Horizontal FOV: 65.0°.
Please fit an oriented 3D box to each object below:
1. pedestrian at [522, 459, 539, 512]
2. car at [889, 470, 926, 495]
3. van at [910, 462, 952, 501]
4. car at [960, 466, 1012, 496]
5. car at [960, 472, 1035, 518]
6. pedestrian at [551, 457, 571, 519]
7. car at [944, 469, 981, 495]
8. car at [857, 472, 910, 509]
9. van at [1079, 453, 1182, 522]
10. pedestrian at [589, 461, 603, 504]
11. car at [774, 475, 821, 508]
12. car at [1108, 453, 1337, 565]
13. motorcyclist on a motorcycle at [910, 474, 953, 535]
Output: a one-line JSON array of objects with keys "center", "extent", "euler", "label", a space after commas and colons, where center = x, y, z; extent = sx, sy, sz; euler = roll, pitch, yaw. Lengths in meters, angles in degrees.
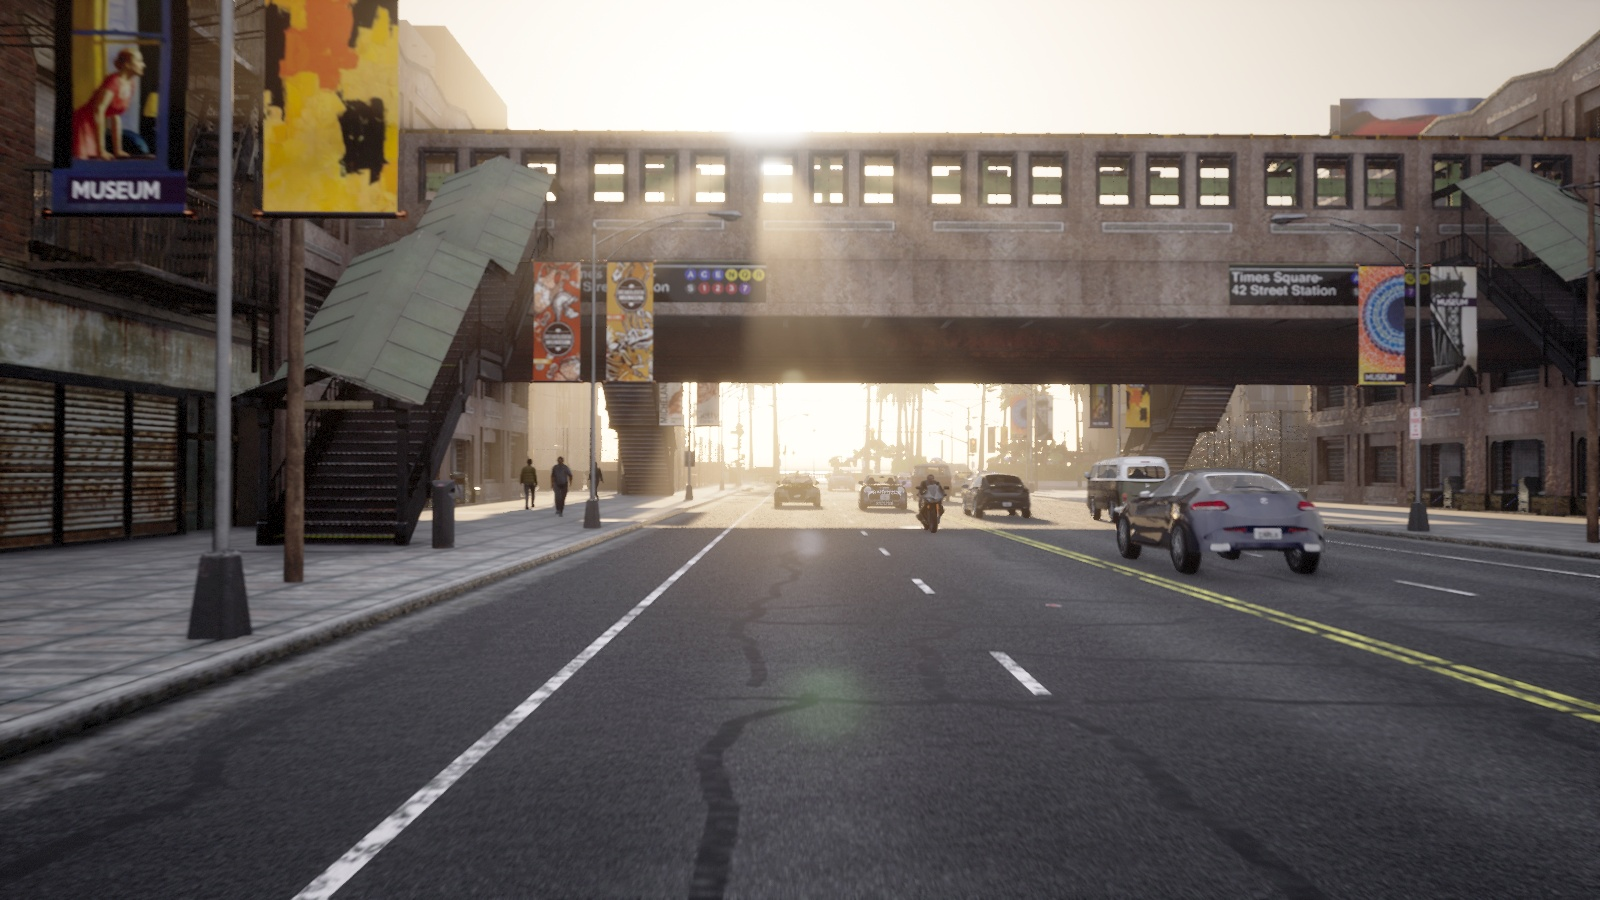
[{"center": [-9.514, 1.251, 44.401], "extent": [0.431, 1.840, 0.709], "euler": [0, -1, 2], "label": "pedestrian"}, {"center": [6.840, 2.074, 80.194], "extent": [2.007, 1.525, 4.514], "euler": [0, -1, 1], "label": "car"}, {"center": [6.903, 1.651, 66.549], "extent": [1.775, 1.987, 4.442], "euler": [0, -1, 0], "label": "van"}, {"center": [10.391, 1.729, 70.516], "extent": [2.152, 1.651, 5.027], "euler": [0, -1, 0], "label": "car"}, {"center": [6.853, 1.528, 44.046], "extent": [1.837, 1.490, 4.892], "euler": [0, -1, 0], "label": "car"}, {"center": [-7.132, 1.125, 37.448], "extent": [0.540, 1.848, 0.694], "euler": [0, -1, -8], "label": "pedestrian"}, {"center": [10.296, 2.002, 79.670], "extent": [1.851, 1.617, 3.988], "euler": [0, -1, 1], "label": "car"}, {"center": [3.399, 1.631, 51.784], "extent": [1.970, 1.475, 3.806], "euler": [0, -1, 0], "label": "car"}, {"center": [10.356, 1.160, 39.710], "extent": [2.069, 2.038, 4.480], "euler": [0, -1, 0], "label": "van"}, {"center": [-9.190, 1.453, 56.565], "extent": [0.423, 1.949, 0.788], "euler": [0, -1, 9], "label": "pedestrian"}, {"center": [-0.078, 1.798, 55.074], "extent": [1.994, 1.385, 4.181], "euler": [0, -1, 0], "label": "car"}, {"center": [6.919, 0.920, 21.232], "extent": [2.152, 1.651, 5.027], "euler": [0, -1, 0], "label": "car"}, {"center": [3.382, 1.378, 32.445], "extent": [0.866, 1.530, 2.191], "euler": [0, -1, 0], "label": "motorcyclist on a motorcycle"}]
